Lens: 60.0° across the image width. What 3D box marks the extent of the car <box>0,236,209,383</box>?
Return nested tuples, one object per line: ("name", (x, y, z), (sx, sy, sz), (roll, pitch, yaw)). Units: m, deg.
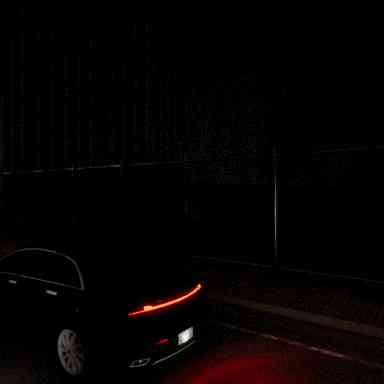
("car", (-2.041, 1.505, 5.474), (4.892, 1.490, 1.837), (0, 0, 36))
